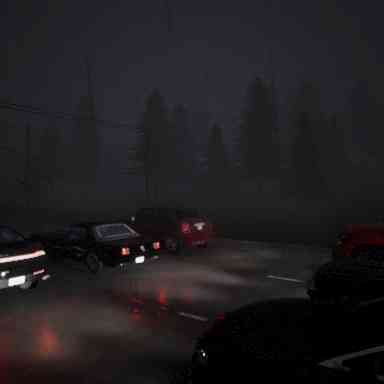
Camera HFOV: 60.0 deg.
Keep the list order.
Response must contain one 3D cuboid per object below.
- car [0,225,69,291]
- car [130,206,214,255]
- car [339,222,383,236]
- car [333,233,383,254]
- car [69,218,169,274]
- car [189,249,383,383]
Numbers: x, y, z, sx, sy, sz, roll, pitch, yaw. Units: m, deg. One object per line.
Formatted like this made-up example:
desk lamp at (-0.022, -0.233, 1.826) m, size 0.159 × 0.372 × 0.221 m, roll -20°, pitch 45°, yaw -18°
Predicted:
car at (-5.343, 1.492, 7.797) m, size 4.902 × 1.511 × 2.128 m, roll 0°, pitch 0°, yaw 35°
car at (-1.436, 1.351, 13.610) m, size 4.553 × 1.767 × 2.097 m, roll 0°, pitch 0°, yaw 35°
car at (6.422, 1.221, 8.013) m, size 5.566 × 2.045 × 2.150 m, roll 0°, pitch 0°, yaw 35°
car at (4.360, 1.601, 5.185) m, size 4.718 × 1.301 × 1.895 m, roll 0°, pitch 0°, yaw 35°
car at (-3.237, 1.601, 10.591) m, size 4.718 × 1.301 × 1.895 m, roll 0°, pitch 0°, yaw 36°
car at (2.208, 1.492, 2.401) m, size 4.902 × 1.511 × 2.128 m, roll 0°, pitch 0°, yaw 36°
